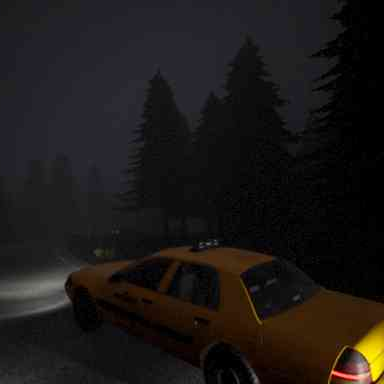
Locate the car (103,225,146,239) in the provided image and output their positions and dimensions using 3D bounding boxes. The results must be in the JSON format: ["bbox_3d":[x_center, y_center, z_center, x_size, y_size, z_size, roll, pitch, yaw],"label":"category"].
[{"bbox_3d":[-7.398,4.521,37.132,2.033,1.411,5.357,-4,-8,21],"label":"car"}]

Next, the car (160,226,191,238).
[{"bbox_3d":[-2.226,5.558,46.410,1.882,1.535,5.008,-5,-8,30],"label":"car"}]

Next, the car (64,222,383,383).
[{"bbox_3d":[-0.005,1.443,4.872,5.366,1.575,1.801,0,1,44],"label":"car"}]

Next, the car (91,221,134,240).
[{"bbox_3d":[-9.506,4.662,40.336,2.150,2.045,5.566,-5,-8,24],"label":"car"}]
